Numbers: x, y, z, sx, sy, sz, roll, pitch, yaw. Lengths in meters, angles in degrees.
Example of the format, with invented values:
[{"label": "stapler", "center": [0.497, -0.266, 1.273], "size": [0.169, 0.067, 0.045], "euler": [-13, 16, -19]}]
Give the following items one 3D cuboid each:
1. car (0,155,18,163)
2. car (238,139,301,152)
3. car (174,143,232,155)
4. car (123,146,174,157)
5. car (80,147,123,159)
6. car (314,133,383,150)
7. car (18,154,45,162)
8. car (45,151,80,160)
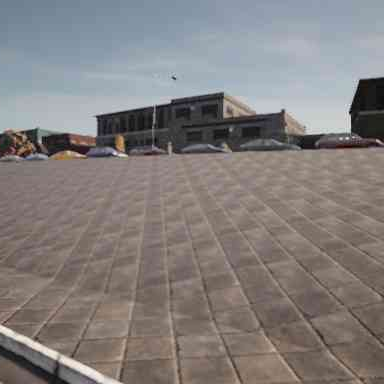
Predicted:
[{"label": "car", "center": [-22.791, -3.961, 42.669], "size": [4.892, 1.521, 2.231], "euler": [1, 1, 34]}, {"label": "car", "center": [6.015, -3.354, 26.037], "size": [4.892, 1.521, 2.231], "euler": [1, 1, 27]}, {"label": "car", "center": [1.182, -3.415, 28.494], "size": [4.674, 1.452, 2.002], "euler": [1, 1, 28]}, {"label": "car", "center": [-3.682, -3.527, 31.100], "size": [4.792, 1.488, 2.163], "euler": [1, 1, 29]}, {"label": "car", "center": [-8.676, -3.787, 33.899], "size": [4.553, 1.767, 2.185], "euler": [1, 1, 31]}, {"label": "car", "center": [11.096, -3.357, 23.596], "size": [4.553, 1.767, 2.185], "euler": [1, 1, 26]}, {"label": "car", "center": [-18.143, -3.824, 39.641], "size": [4.674, 1.452, 2.002], "euler": [1, 1, 33]}, {"label": "car", "center": [-13.431, -3.763, 36.714], "size": [5.008, 1.535, 2.097], "euler": [1, 1, 32]}]
